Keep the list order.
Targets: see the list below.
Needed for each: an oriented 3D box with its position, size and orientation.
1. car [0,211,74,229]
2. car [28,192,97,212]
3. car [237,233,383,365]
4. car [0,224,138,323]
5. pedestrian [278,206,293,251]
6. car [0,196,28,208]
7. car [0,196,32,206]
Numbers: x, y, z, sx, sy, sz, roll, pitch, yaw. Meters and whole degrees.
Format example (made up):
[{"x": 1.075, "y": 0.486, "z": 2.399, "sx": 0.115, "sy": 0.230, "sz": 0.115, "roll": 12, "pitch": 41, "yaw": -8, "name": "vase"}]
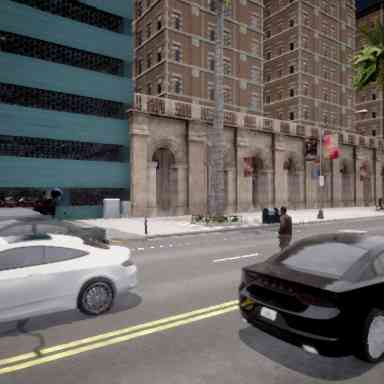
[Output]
[{"x": -4.801, "y": 1.477, "z": 9.159, "sx": 5.008, "sy": 1.535, "sz": 1.882, "roll": 0, "pitch": 0, "yaw": -35, "name": "car"}, {"x": -11.474, "y": 1.029, "z": 30.439, "sx": 5.566, "sy": 2.045, "sz": 2.435, "roll": 0, "pitch": 0, "yaw": -35, "name": "car"}, {"x": 3.054, "y": 1.478, "z": 5.918, "sx": 5.008, "sy": 1.535, "sz": 1.882, "roll": 0, "pitch": 0, "yaw": -35, "name": "car"}, {"x": -3.261, "y": 1.526, "z": 5.960, "sx": 4.674, "sy": 1.442, "sz": 1.812, "roll": 0, "pitch": 0, "yaw": -35, "name": "car"}, {"x": 2.934, "y": 1.294, "z": 10.463, "sx": 0.375, "sy": 1.860, "sz": 0.375, "roll": 0, "pitch": 0, "yaw": -35, "name": "pedestrian"}, {"x": -22.829, "y": 1.463, "z": 45.067, "sx": 4.718, "sy": 1.301, "sz": 1.895, "roll": 0, "pitch": 0, "yaw": -35, "name": "car"}, {"x": -29.183, "y": 1.413, "z": 54.781, "sx": 4.786, "sy": 1.482, "sz": 2.161, "roll": 0, "pitch": 0, "yaw": -35, "name": "car"}]
